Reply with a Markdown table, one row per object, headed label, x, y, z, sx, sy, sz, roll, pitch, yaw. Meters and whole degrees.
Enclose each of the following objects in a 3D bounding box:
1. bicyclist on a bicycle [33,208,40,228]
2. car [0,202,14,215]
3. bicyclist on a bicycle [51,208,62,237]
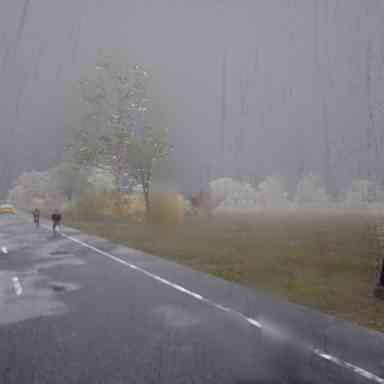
| label | x | y | z | sx | sy | sz | roll | pitch | yaw |
| --- | --- | --- | --- | --- | --- | --- | --- | --- | --- |
| bicyclist on a bicycle | -12.544 | 2.095 | 26.854 | 0.582 | 1.620 | 1.656 | 1 | -2 | -32 |
| car | -28.935 | 2.718 | 51.836 | 1.882 | 1.535 | 5.008 | 1 | -2 | -32 |
| bicyclist on a bicycle | -7.931 | 1.834 | 19.356 | 0.659 | 1.776 | 1.843 | 1 | -1 | -32 |
